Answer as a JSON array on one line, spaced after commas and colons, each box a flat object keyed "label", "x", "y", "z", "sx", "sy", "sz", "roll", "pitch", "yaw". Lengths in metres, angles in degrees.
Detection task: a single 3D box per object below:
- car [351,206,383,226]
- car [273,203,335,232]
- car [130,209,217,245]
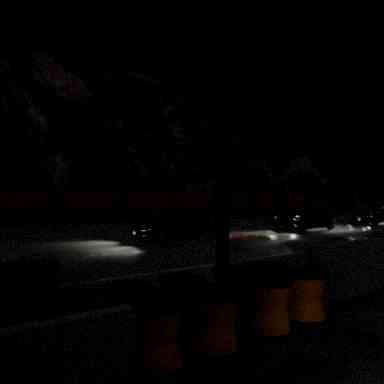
[{"label": "car", "x": 15.212, "y": 1.927, "z": 27.665, "sx": 4.902, "sy": 1.511, "sz": 2.128, "roll": 1, "pitch": -1, "yaw": -35}, {"label": "car", "x": 7.544, "y": 1.643, "z": 22.252, "sx": 4.553, "sy": 1.767, "sz": 2.097, "roll": 1, "pitch": -1, "yaw": -35}, {"label": "car", "x": -0.631, "y": 1.641, "z": 16.437, "sx": 4.892, "sy": 1.490, "sz": 1.837, "roll": 1, "pitch": -1, "yaw": -35}]
